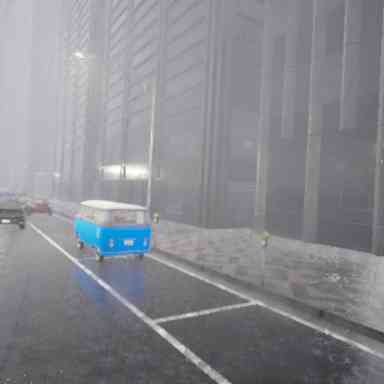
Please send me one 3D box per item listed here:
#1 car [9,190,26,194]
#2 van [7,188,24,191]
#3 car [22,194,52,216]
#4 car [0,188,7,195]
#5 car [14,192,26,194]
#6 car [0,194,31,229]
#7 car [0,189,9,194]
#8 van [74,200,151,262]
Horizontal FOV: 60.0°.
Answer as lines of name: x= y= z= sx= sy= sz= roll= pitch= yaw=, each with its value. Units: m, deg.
car: x=-18.000 y=0.832 z=35.323 sx=1.947 sy=1.339 sz=4.313 roll=2 pitch=0 yaw=-32
van: x=-21.013 y=0.481 z=40.084 sx=1.690 sy=1.788 sz=3.998 roll=2 pitch=0 yaw=-32
car: x=-11.955 y=1.102 z=25.802 sx=1.802 sy=1.307 sz=4.206 roll=2 pitch=0 yaw=-32
car: x=-42.182 y=-0.188 z=73.408 sx=1.947 sy=1.339 sz=4.313 roll=3 pitch=0 yaw=-32
car: x=-14.978 y=0.975 z=30.563 sx=1.802 sy=1.307 sz=4.206 roll=2 pitch=0 yaw=-32
car: x=-10.112 y=1.088 z=17.876 sx=1.837 sy=1.490 sz=4.892 roll=3 pitch=0 yaw=-32
car: x=-18.952 y=0.719 z=31.811 sx=1.837 sy=1.490 sz=4.892 roll=3 pitch=0 yaw=-32
van: x=-2.876 y=1.240 z=11.521 sx=1.690 sy=1.788 sz=3.998 roll=2 pitch=0 yaw=-32
